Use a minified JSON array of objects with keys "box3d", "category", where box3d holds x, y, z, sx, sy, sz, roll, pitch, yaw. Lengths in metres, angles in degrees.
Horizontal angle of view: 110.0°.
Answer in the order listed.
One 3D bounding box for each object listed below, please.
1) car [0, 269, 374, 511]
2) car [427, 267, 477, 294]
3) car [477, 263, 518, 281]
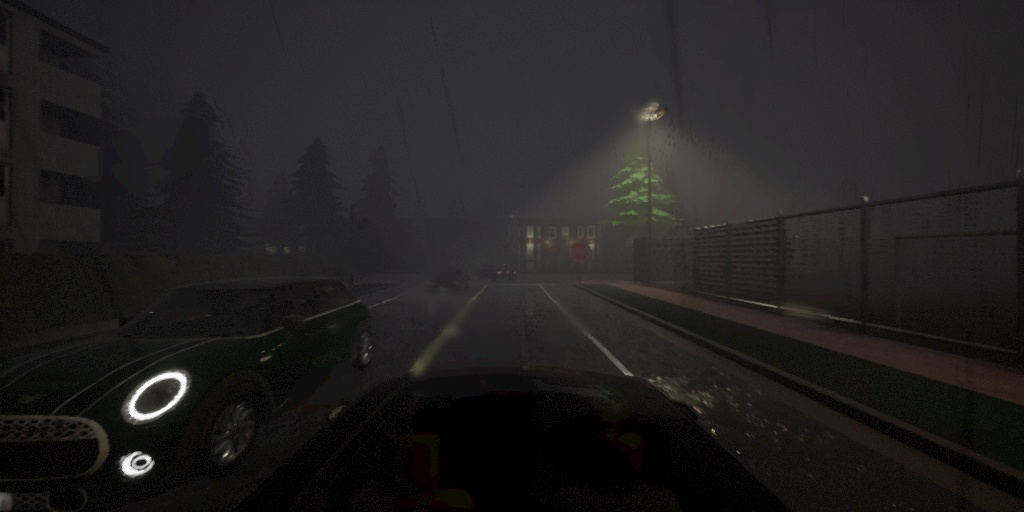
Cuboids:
[{"box3d":[-3.589,1.100,4.717,2.097,1.767,4.553,0,0,0],"category":"car"},{"box3d":[-3.500,1.326,20.983,2.033,1.411,5.357,0,0,0],"category":"car"},{"box3d":[-1.376,1.329,30.109,2.033,1.411,5.357,0,0,-25],"category":"car"}]
